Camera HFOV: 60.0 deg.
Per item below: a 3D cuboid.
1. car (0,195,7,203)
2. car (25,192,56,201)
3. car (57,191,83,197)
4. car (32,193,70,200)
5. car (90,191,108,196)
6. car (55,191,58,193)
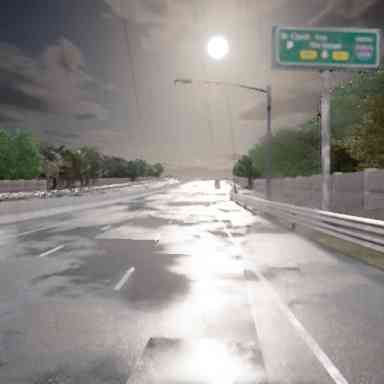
[{"bbox_3d":[-23.902,1.067,39.175,1.837,1.490,4.892,0,1,2],"label":"car"},{"bbox_3d":[-20.217,1.032,43.932,1.994,1.385,4.181,0,1,2],"label":"car"},{"bbox_3d":[-19.717,0.663,55.099,2.128,1.511,4.902,0,2,4],"label":"car"},{"bbox_3d":[-16.870,1.113,39.964,1.994,1.385,4.181,0,1,2],"label":"car"},{"bbox_3d":[-16.071,0.578,57.473,1.882,1.535,5.008,0,2,3],"label":"car"},{"bbox_3d":[-23.068,0.590,57.672,2.128,1.511,4.902,0,2,3],"label":"car"}]
